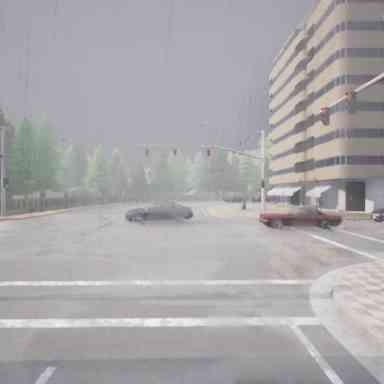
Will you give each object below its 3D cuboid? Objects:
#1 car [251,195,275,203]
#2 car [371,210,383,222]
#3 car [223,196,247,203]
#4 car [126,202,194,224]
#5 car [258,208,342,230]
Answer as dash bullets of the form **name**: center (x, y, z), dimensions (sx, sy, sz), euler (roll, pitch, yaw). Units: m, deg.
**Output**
- **car**: center (14.171, 1.481, 67.955), dimensions (4.674, 1.442, 1.812), euler (0, 0, -34)
- **car**: center (15.582, 1.565, 24.247), dimensions (4.674, 1.442, 1.812), euler (0, 0, -1)
- **car**: center (8.858, 1.503, 68.250), dimensions (5.357, 1.411, 2.033), euler (0, 0, -38)
- **car**: center (-2.290, 1.498, 23.962), dimensions (4.902, 1.511, 2.128), euler (0, 0, -1)
- **car**: center (6.585, 1.632, 20.614), dimensions (4.718, 1.301, 1.895), euler (0, 0, -1)
